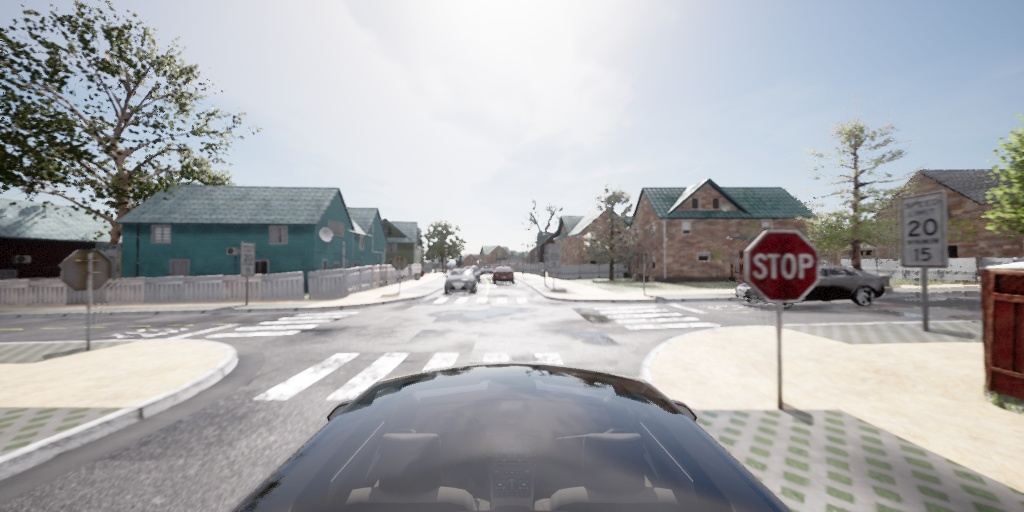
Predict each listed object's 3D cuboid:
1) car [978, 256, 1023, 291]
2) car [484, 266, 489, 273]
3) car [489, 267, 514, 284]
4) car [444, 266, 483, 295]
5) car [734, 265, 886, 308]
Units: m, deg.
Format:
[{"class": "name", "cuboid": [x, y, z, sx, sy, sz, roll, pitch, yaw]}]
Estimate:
[{"class": "car", "cuboid": [21.452, 0.582, 13.576, 5.566, 2.045, 2.150, -1, -1, 0]}, {"class": "car", "cuboid": [-4.202, 2.356, 58.341, 1.895, 1.301, 4.718, 0, -1, -10]}, {"class": "car", "cuboid": [-0.883, 1.759, 33.931, 1.882, 1.535, 5.008, 0, -1, -5]}, {"class": "car", "cuboid": [-3.168, 1.573, 22.895, 2.128, 1.511, 4.902, 0, -1, -3]}, {"class": "car", "cuboid": [11.114, 1.101, 13.592, 4.902, 1.511, 2.128, -1, -1, 0]}]
